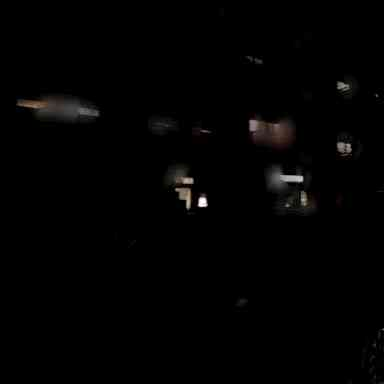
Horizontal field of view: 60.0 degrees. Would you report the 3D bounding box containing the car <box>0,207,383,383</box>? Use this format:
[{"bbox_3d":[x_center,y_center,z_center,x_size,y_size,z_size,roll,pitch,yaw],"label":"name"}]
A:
[{"bbox_3d":[0.248,1.231,3.583,5.566,2.045,2.150,0,0,-37],"label":"car"}]

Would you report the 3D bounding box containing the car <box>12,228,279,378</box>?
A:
[{"bbox_3d":[-0.666,1.563,6.089,4.403,1.369,2.008,0,0,-35],"label":"car"}]
